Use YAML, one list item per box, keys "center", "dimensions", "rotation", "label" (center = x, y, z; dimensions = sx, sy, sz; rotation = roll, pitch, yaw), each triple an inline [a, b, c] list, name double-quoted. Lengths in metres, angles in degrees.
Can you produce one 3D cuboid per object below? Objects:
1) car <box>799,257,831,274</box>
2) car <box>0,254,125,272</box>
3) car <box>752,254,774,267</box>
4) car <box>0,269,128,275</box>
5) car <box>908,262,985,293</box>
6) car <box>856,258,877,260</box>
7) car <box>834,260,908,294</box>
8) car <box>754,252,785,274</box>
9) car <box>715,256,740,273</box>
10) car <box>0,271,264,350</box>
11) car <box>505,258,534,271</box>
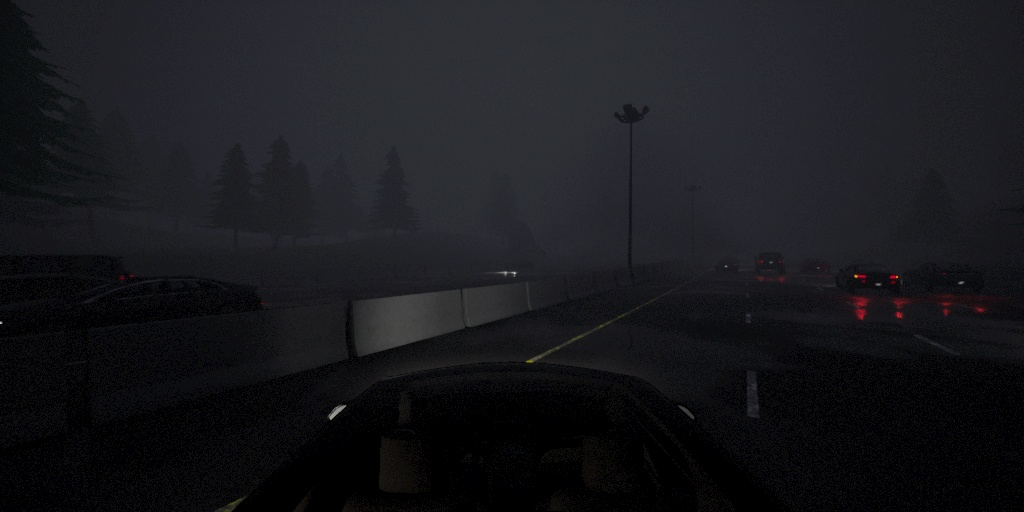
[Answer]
- center: [28.548, 0.857, 33.920]
  dimensions: [1.882, 1.535, 5.008]
  rotation: [0, 1, 33]
  label: "car"
- center: [-15.711, 0.959, 11.171]
  dimensions: [2.150, 2.045, 5.566]
  rotation: [0, 0, 33]
  label: "car"
- center: [32.867, 0.583, 46.969]
  dimensions: [2.128, 1.511, 4.902]
  rotation: [0, 1, 32]
  label: "car"
- center: [-12.819, 1.244, 9.197]
  dimensions: [1.837, 1.490, 4.892]
  rotation: [0, 0, 33]
  label: "car"
- center: [23.482, 1.094, 19.711]
  dimensions: [2.128, 1.511, 4.902]
  rotation: [0, 1, 33]
  label: "car"
- center: [31.255, 0.915, 31.664]
  dimensions: [1.812, 1.442, 4.674]
  rotation: [0, 1, 33]
  label: "car"
- center: [19.062, 1.158, 19.334]
  dimensions: [1.812, 1.442, 4.674]
  rotation: [0, 0, 33]
  label: "car"
- center: [24.725, 0.628, 34.461]
  dimensions: [2.150, 2.045, 5.566]
  rotation: [0, 1, 33]
  label: "car"
- center: [22.170, 0.955, 36.954]
  dimensions: [1.994, 1.385, 4.181]
  rotation: [0, 1, 33]
  label: "car"
- center: [-8.965, 1.235, 8.704]
  dimensions: [2.128, 1.511, 4.902]
  rotation: [0, 0, 33]
  label: "car"
- center: [0.885, 0.959, 42.925]
  dimensions: [1.994, 1.385, 4.181]
  rotation: [0, 1, 33]
  label: "car"
